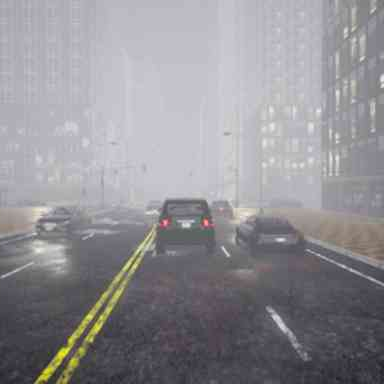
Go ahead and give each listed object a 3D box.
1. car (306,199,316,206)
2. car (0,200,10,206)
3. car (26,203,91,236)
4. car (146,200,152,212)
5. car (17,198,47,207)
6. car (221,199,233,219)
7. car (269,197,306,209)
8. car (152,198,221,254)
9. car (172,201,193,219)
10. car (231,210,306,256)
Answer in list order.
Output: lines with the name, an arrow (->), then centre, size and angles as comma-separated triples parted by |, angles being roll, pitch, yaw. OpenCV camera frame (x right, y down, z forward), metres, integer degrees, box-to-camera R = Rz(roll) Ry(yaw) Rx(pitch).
car -> 19.830, 1.819, 60.146 | 4.829, 1.417, 1.752 | 0, 0, -1
car -> -30.093, 1.589, 50.774 | 4.206, 1.307, 1.802 | 0, 0, -1
car -> -7.156, 1.564, 18.937 | 2.128, 1.511, 4.902 | 0, 0, -2
car -> -4.612, 1.680, 41.720 | 2.033, 1.411, 5.357 | 0, 0, -2
car -> -24.408, 1.619, 50.840 | 4.313, 1.339, 1.947 | 0, 0, -1
car -> 2.409, 1.447, 30.063 | 2.097, 1.767, 4.553 | 0, 0, -2
car -> 14.514, 1.674, 51.669 | 5.009, 1.841, 2.192 | 0, 0, -1
car -> -0.286, 1.265, 13.929 | 2.150, 2.045, 5.566 | 0, -1, -2
car -> -0.889, 1.626, 31.372 | 1.812, 1.442, 4.674 | 0, 0, -2
car -> 2.974, 1.608, 13.355 | 1.994, 1.385, 4.181 | 0, 0, -2
